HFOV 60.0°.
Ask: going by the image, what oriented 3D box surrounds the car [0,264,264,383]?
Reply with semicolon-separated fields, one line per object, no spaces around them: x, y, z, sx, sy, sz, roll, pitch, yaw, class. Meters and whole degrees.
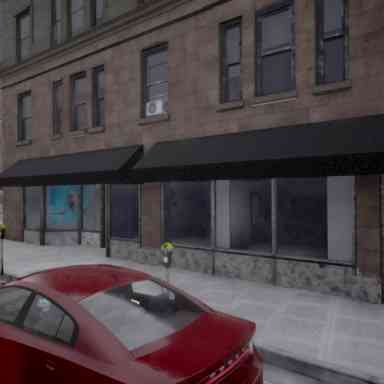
-1.430;1.545;3.885;4.507;1.381;1.887;0;0;36;car
